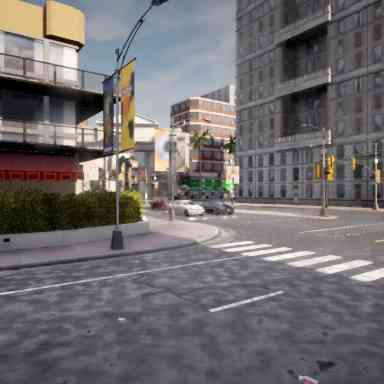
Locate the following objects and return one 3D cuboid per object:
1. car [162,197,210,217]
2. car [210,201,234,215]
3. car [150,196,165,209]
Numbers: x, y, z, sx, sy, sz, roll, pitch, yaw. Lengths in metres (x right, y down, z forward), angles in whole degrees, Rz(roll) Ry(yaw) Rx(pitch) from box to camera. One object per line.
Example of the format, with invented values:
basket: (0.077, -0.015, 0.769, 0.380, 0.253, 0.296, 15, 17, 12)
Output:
car: (-0.688, 1.526, 32.090, 1.812, 1.442, 4.674, 0, 0, -35)
car: (2.381, 1.564, 33.812, 1.994, 1.385, 4.181, 0, 0, -35)
car: (-3.491, 1.352, 42.181, 2.097, 1.767, 4.553, 0, 0, -35)
